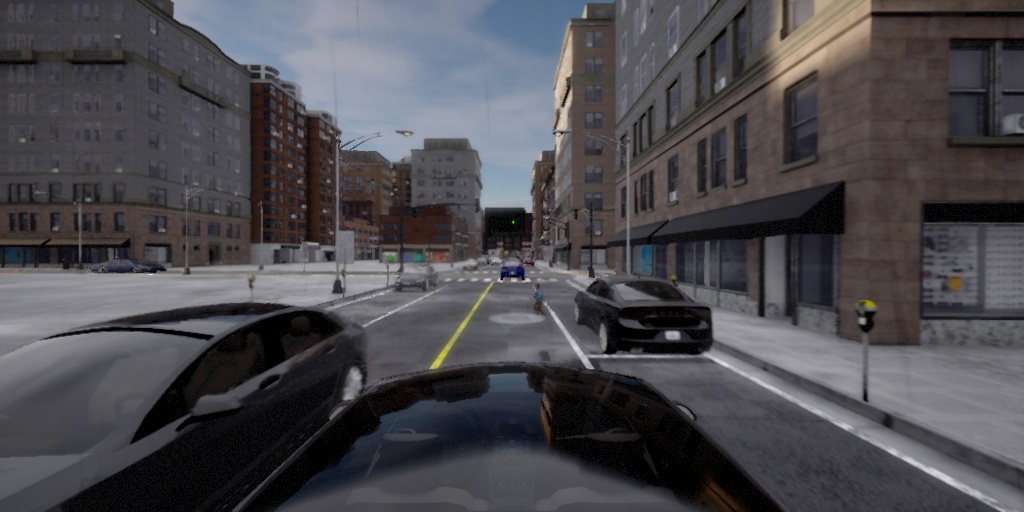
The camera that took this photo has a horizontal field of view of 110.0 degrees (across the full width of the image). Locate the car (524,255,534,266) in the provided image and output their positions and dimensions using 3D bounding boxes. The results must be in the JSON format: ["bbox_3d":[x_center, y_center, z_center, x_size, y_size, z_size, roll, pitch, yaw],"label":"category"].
[{"bbox_3d":[2.646,0.887,58.907,1.967,1.591,4.097,0,0,0],"label":"car"}]

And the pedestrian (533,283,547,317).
[{"bbox_3d":[0.895,1.372,11.355,0.500,1.100,0.500,0,0,-8],"label":"pedestrian"}]

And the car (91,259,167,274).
[{"bbox_3d":[-34.556,0.974,32.383,5.357,1.411,2.033,0,0,0],"label":"car"}]

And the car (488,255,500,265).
[{"bbox_3d":[-2.759,0.943,64.651,1.812,1.442,4.674,0,0,0],"label":"car"}]

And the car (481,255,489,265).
[{"bbox_3d":[-5.378,0.968,64.571,2.007,1.370,4.403,0,0,0],"label":"car"}]

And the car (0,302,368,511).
[{"bbox_3d":[-2.848,1.248,2.990,1.837,1.490,4.892,0,0,0],"label":"car"}]

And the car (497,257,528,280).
[{"bbox_3d":[0.059,1.082,28.953,1.882,1.535,5.008,0,1,0],"label":"car"}]

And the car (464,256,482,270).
[{"bbox_3d":[-5.381,1.032,47.415,1.751,1.417,4.829,0,0,0],"label":"car"}]

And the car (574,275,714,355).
[{"bbox_3d":[2.751,1.191,8.611,1.882,1.535,5.008,0,0,0],"label":"car"}]

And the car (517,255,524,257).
[{"bbox_3d":[0.093,0.868,45.488,2.097,1.767,4.553,0,0,-1],"label":"car"}]

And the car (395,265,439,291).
[{"bbox_3d":[-5.385,1.199,20.740,2.007,1.370,4.403,0,0,0],"label":"car"}]
